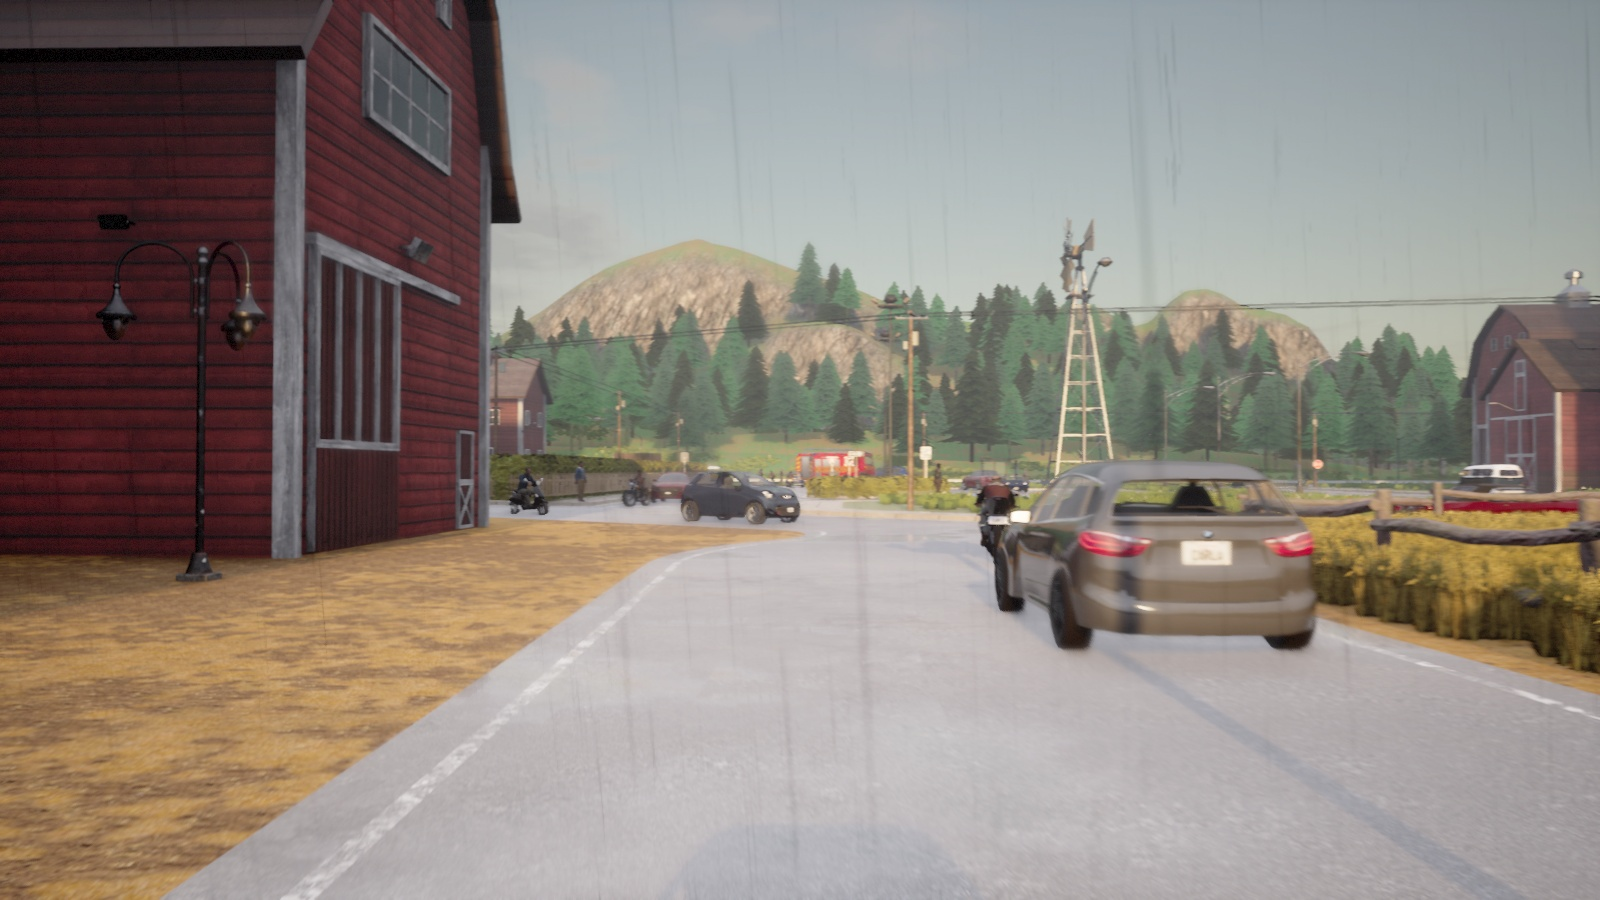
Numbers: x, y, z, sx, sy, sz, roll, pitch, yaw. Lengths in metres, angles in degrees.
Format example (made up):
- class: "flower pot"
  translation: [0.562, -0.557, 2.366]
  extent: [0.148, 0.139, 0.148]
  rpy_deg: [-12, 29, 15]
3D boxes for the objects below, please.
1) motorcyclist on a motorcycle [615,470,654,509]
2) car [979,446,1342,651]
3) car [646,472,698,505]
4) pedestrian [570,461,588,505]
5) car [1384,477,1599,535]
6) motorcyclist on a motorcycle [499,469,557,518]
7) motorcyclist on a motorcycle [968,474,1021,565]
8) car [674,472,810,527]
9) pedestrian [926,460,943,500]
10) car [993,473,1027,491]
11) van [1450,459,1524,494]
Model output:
- class: "motorcyclist on a motorcycle"
  translation: [-7.209, 1.727, 54.935]
  extent: [0.766, 1.649, 2.350]
  rpy_deg: [-1, -1, 17]
- class: "car"
  translation: [3.282, 0.850, 12.595]
  extent: [2.242, 1.667, 4.611]
  rpy_deg: [0, -1, -1]
- class: "car"
  translation: [-6.329, 1.878, 62.580]
  extent: [1.882, 1.535, 5.008]
  rpy_deg: [0, -1, 2]
- class: "pedestrian"
  translation: [-9.874, 1.465, 56.115]
  extent: [0.788, 1.949, 0.423]
  rpy_deg: [-1, -1, 43]
- class: "car"
  translation: [16.730, 1.319, 29.922]
  extent: [4.718, 1.301, 1.895]
  rpy_deg: [0, -1, 2]
- class: "motorcyclist on a motorcycle"
  translation: [-9.075, 1.444, 41.833]
  extent: [1.817, 1.590, 0.866]
  rpy_deg: [-1, -1, 34]
- class: "motorcyclist on a motorcycle"
  translation: [3.454, 1.205, 22.415]
  extent: [0.866, 1.530, 2.191]
  rpy_deg: [0, -1, 7]
- class: "car"
  translation: [-1.705, 1.404, 36.388]
  extent: [3.633, 1.501, 1.845]
  rpy_deg: [-1, -1, 38]
- class: "pedestrian"
  translation: [6.499, 1.447, 60.565]
  extent: [0.692, 1.930, 0.395]
  rpy_deg: [0, -1, -28]
- class: "car"
  translation: [15.616, 2.391, 93.555]
  extent: [1.895, 1.301, 4.718]
  rpy_deg: [0, -1, 2]
- class: "van"
  translation: [41.032, 1.557, 75.120]
  extent: [2.069, 2.038, 4.480]
  rpy_deg: [0, -1, 1]
